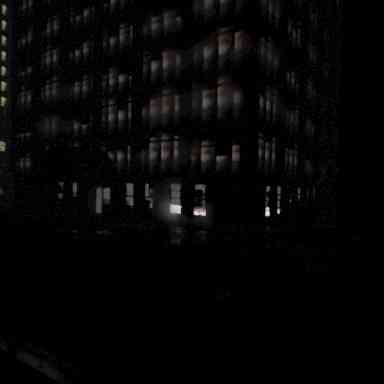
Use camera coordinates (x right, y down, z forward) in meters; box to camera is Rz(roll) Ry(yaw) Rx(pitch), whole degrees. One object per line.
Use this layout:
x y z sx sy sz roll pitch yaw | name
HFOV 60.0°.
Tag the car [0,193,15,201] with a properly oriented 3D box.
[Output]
-37.323 0.966 66.433 1.967 1.590 4.097 1 0 35 | car
